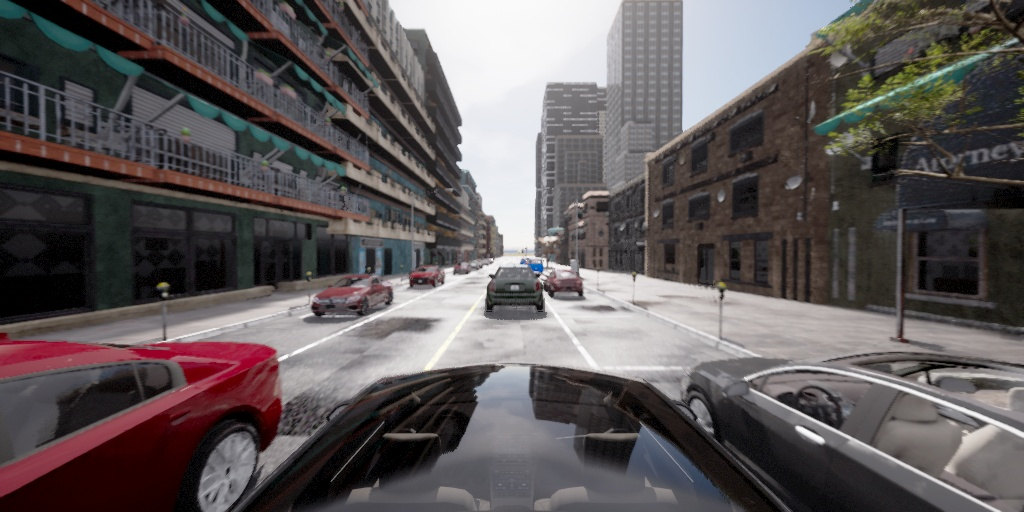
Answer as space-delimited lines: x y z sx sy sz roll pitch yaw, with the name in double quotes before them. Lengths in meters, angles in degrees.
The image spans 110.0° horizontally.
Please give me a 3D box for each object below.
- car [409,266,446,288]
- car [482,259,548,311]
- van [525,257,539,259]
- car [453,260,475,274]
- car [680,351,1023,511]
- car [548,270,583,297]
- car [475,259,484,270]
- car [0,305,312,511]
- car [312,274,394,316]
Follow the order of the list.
"car" -5.689 1.334 24.524 1.888 1.381 4.507 0 0 0
"car" 0.101 1.125 14.661 2.097 1.767 4.553 0 0 0
"van" 2.693 1.154 41.308 1.690 1.789 3.998 0 0 0
"car" -5.688 1.395 41.265 1.802 1.307 4.207 0 0 0
"car" 2.695 1.302 2.248 2.007 1.370 4.403 0 0 0
"car" 2.691 1.363 18.988 1.802 1.307 4.207 0 0 0
"car" -5.688 1.378 52.427 2.007 1.370 4.403 0 0 0
"car" -3.099 1.227 1.316 1.882 1.535 5.008 0 0 0
"car" -5.690 1.353 13.363 1.802 1.307 4.207 0 0 0
